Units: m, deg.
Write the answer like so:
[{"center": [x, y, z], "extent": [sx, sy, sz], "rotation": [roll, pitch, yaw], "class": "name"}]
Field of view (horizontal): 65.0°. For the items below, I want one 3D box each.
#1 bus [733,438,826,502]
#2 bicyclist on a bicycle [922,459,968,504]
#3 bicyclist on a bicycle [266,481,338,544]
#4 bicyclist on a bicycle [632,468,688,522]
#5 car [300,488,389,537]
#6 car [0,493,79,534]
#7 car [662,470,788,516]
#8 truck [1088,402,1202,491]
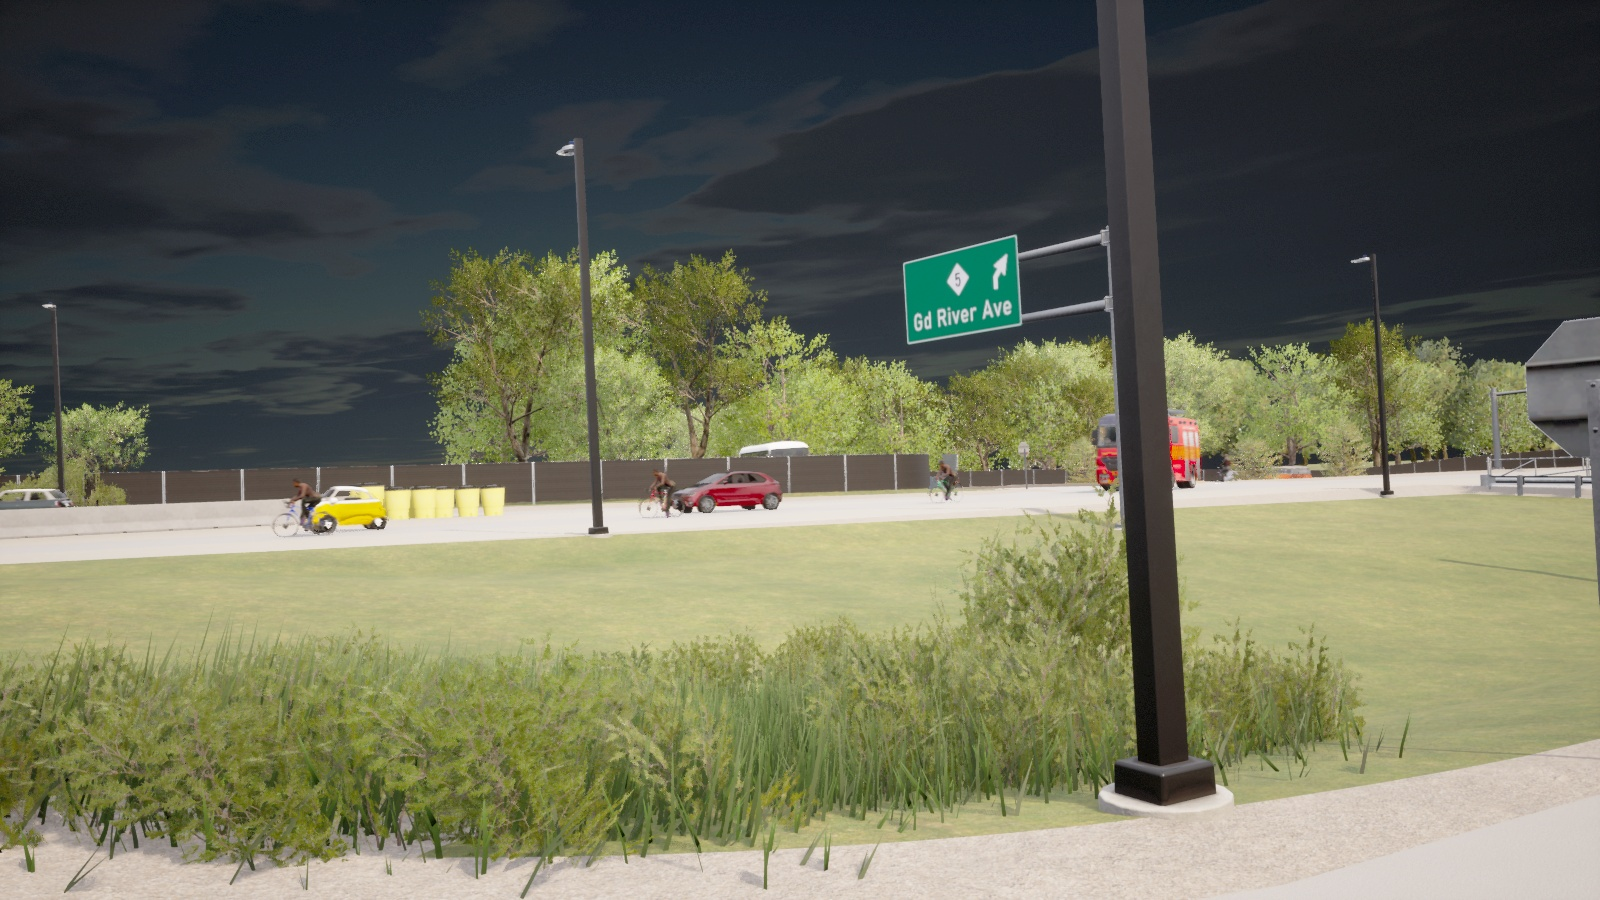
[{"center": [-1.688, 1.578, 93.992], "extent": [3.944, 4.253, 10.273], "rotation": [-4, -1, -17], "class": "bus"}, {"center": [5.442, 1.167, 47.154], "extent": [1.656, 1.620, 0.582], "rotation": [-2, -1, -35], "class": "bicyclist on a bicycle"}, {"center": [-13.503, 1.681, 34.055], "extent": [1.656, 1.620, 0.582], "rotation": [-2, -1, -35], "class": "bicyclist on a bicycle"}, {"center": [-4.488, 1.436, 40.288], "extent": [1.656, 1.620, 0.582], "rotation": [-2, -1, -35], "class": "bicyclist on a bicycle"}, {"center": [-13.822, 1.893, 38.080], "extent": [2.207, 1.376, 1.481], "rotation": [-1, -2, -35], "class": "car"}, {"center": [-30.173, 2.460, 48.263], "extent": [3.806, 1.475, 1.970], "rotation": [-2, -1, -10], "class": "car"}, {"center": [-2.727, 1.550, 45.753], "extent": [4.193, 1.474, 1.816], "rotation": [-2, -2, -35], "class": "car"}, {"center": [16.362, -0.140, 59.047], "extent": [2.891, 3.827, 8.468], "rotation": [-3, -1, 30], "class": "truck"}]
